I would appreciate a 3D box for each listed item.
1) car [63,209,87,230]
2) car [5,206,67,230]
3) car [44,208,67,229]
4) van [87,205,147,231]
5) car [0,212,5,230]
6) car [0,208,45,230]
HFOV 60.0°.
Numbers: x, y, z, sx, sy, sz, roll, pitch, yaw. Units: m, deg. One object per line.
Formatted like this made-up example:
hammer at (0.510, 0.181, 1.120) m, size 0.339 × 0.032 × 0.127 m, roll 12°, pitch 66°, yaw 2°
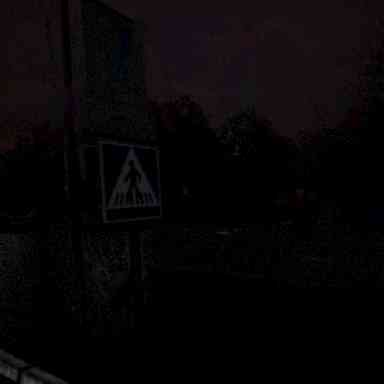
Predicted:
car at (-7.768, 2.304, 28.177) m, size 1.946 × 1.575 × 5.366 m, roll -4°, pitch -2°, yaw 35°
car at (-14.738, 2.523, 32.834) m, size 2.435 × 2.045 × 5.566 m, roll -4°, pitch -2°, yaw 35°
car at (-9.939, 2.445, 29.710) m, size 1.946 × 1.575 × 5.366 m, roll -4°, pitch -2°, yaw 35°
van at (-5.672, 1.942, 26.327) m, size 1.878 × 1.987 × 4.442 m, roll -4°, pitch -2°, yaw 35°
car at (-16.996, 2.949, 34.442) m, size 2.231 × 1.521 × 4.892 m, roll -4°, pitch -2°, yaw 35°
car at (-19.206, 2.867, 35.958) m, size 2.435 × 2.045 × 5.566 m, roll -4°, pitch -2°, yaw 35°
